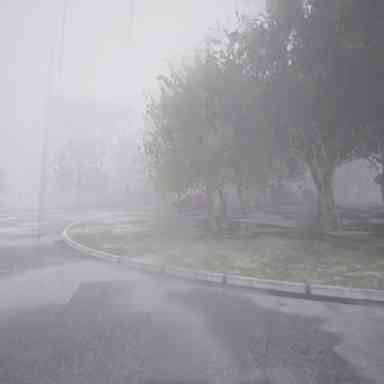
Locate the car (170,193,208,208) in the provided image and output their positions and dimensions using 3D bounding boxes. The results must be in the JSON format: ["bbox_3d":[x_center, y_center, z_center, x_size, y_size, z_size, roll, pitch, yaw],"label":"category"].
[{"bbox_3d":[-0.287,0.987,39.678,4.553,1.767,2.097,-1,1,-27],"label":"car"}]
